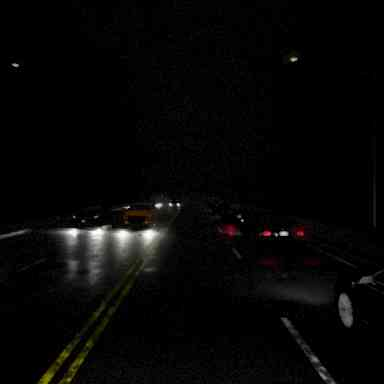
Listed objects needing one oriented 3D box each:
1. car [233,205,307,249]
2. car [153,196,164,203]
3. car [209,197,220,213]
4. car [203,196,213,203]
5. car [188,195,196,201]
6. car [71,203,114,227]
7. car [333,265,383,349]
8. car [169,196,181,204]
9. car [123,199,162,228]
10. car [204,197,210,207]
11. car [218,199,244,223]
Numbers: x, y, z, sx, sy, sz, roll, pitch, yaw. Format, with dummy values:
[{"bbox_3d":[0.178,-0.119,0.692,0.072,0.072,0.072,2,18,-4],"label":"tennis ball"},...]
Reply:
[{"bbox_3d":[3.254,1.523,14.270,2.033,1.411,5.357,0,0,0],"label":"car"},{"bbox_3d":[-6.502,1.481,64.076,2.128,1.511,4.902,0,0,0],"label":"car"},{"bbox_3d":[3.259,1.528,36.271,1.994,1.385,4.181,0,0,0],"label":"car"},{"bbox_3d":[3.267,1.599,69.304,1.895,1.301,4.718,0,0,0],"label":"car"},{"bbox_3d":[0.020,1.442,77.506,2.033,1.411,5.357,0,0,0],"label":"car"},{"bbox_3d":[-6.593,1.493,22.530,1.812,1.442,4.674,0,0,0],"label":"car"},{"bbox_3d":[3.351,1.497,3.850,1.837,1.490,4.892,0,0,0],"label":"car"},{"bbox_3d":[-3.254,1.489,63.681,1.837,1.490,4.892,0,0,0],"label":"car"},{"bbox_3d":[-3.344,1.445,22.359,1.882,1.535,5.008,0,0,0],"label":"car"},{"bbox_3d":[3.262,1.472,47.302,2.163,1.488,4.792,0,0,0],"label":"car"},{"bbox_3d":[3.257,1.491,25.270,1.812,1.442,4.674,0,0,0],"label":"car"}]
